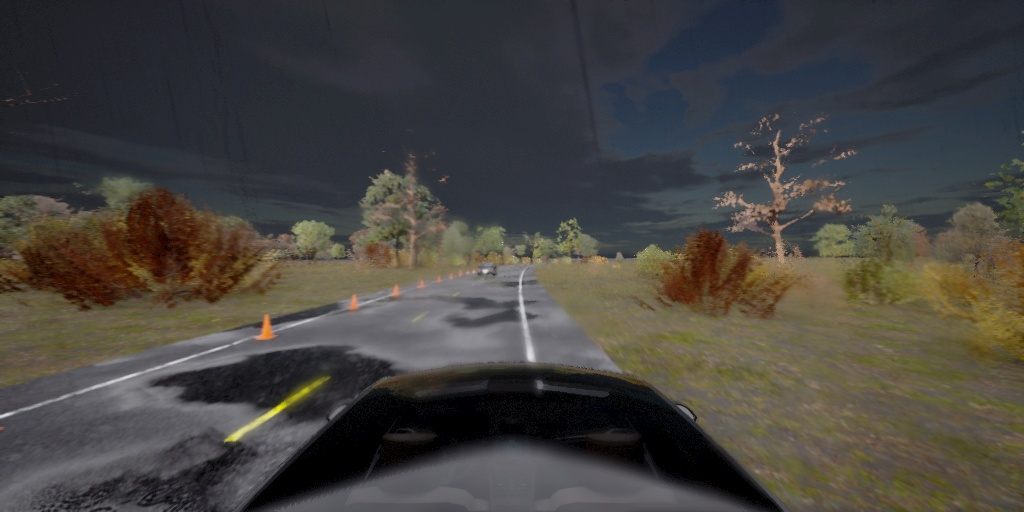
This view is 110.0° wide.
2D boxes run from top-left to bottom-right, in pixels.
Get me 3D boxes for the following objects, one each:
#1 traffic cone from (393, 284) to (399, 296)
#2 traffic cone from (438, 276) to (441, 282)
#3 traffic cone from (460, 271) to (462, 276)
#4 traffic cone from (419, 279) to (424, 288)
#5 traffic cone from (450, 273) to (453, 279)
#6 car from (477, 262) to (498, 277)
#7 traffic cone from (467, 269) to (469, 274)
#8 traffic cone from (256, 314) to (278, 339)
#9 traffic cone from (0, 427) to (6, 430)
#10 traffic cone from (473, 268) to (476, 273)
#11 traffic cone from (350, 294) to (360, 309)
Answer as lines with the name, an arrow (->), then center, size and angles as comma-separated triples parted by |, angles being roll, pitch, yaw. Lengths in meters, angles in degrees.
traffic cone -> -6.170, 1.814, 19.207 | 0.340, 0.580, 0.340 | 0, 0, 1
traffic cone -> -5.952, 1.856, 29.244 | 0.340, 0.580, 0.340 | 0, 0, 2
traffic cone -> -5.608, 1.917, 39.278 | 0.340, 0.580, 0.340 | 0, 0, 2
traffic cone -> -6.077, 1.832, 24.226 | 0.340, 0.580, 0.340 | 0, 0, 1
traffic cone -> -5.796, 1.884, 34.262 | 0.340, 0.580, 0.340 | 0, 0, 2
car -> -2.583, 1.413, 38.570 | 2.128, 1.511, 4.902 | -1, 0, 2
traffic cone -> -5.389, 1.953, 44.293 | 0.340, 0.580, 0.340 | 0, 0, 3
traffic cone -> -6.262, 1.792, 9.168 | 0.340, 0.580, 0.340 | 0, 0, 0
traffic cone -> -6.261, 1.784, 4.148 | 0.340, 0.580, 0.340 | 0, 0, 0
traffic cone -> -5.139, 1.988, 49.307 | 0.340, 0.580, 0.340 | 0, 0, 3
traffic cone -> -6.232, 1.800, 14.188 | 0.340, 0.580, 0.340 | 0, 0, 1
